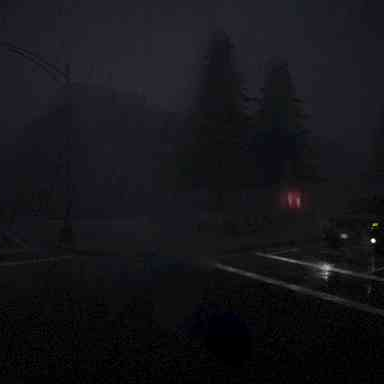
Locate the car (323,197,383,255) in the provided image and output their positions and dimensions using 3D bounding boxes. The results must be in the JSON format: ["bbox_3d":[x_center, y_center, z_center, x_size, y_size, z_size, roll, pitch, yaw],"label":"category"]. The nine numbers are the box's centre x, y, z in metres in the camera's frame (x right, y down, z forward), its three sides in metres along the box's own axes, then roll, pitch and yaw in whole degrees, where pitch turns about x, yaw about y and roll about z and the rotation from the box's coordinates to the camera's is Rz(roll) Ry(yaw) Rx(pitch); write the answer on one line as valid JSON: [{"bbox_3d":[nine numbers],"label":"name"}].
[{"bbox_3d":[7.745,1.248,13.719,5.566,2.045,2.150,0,0,-36],"label":"car"}]
